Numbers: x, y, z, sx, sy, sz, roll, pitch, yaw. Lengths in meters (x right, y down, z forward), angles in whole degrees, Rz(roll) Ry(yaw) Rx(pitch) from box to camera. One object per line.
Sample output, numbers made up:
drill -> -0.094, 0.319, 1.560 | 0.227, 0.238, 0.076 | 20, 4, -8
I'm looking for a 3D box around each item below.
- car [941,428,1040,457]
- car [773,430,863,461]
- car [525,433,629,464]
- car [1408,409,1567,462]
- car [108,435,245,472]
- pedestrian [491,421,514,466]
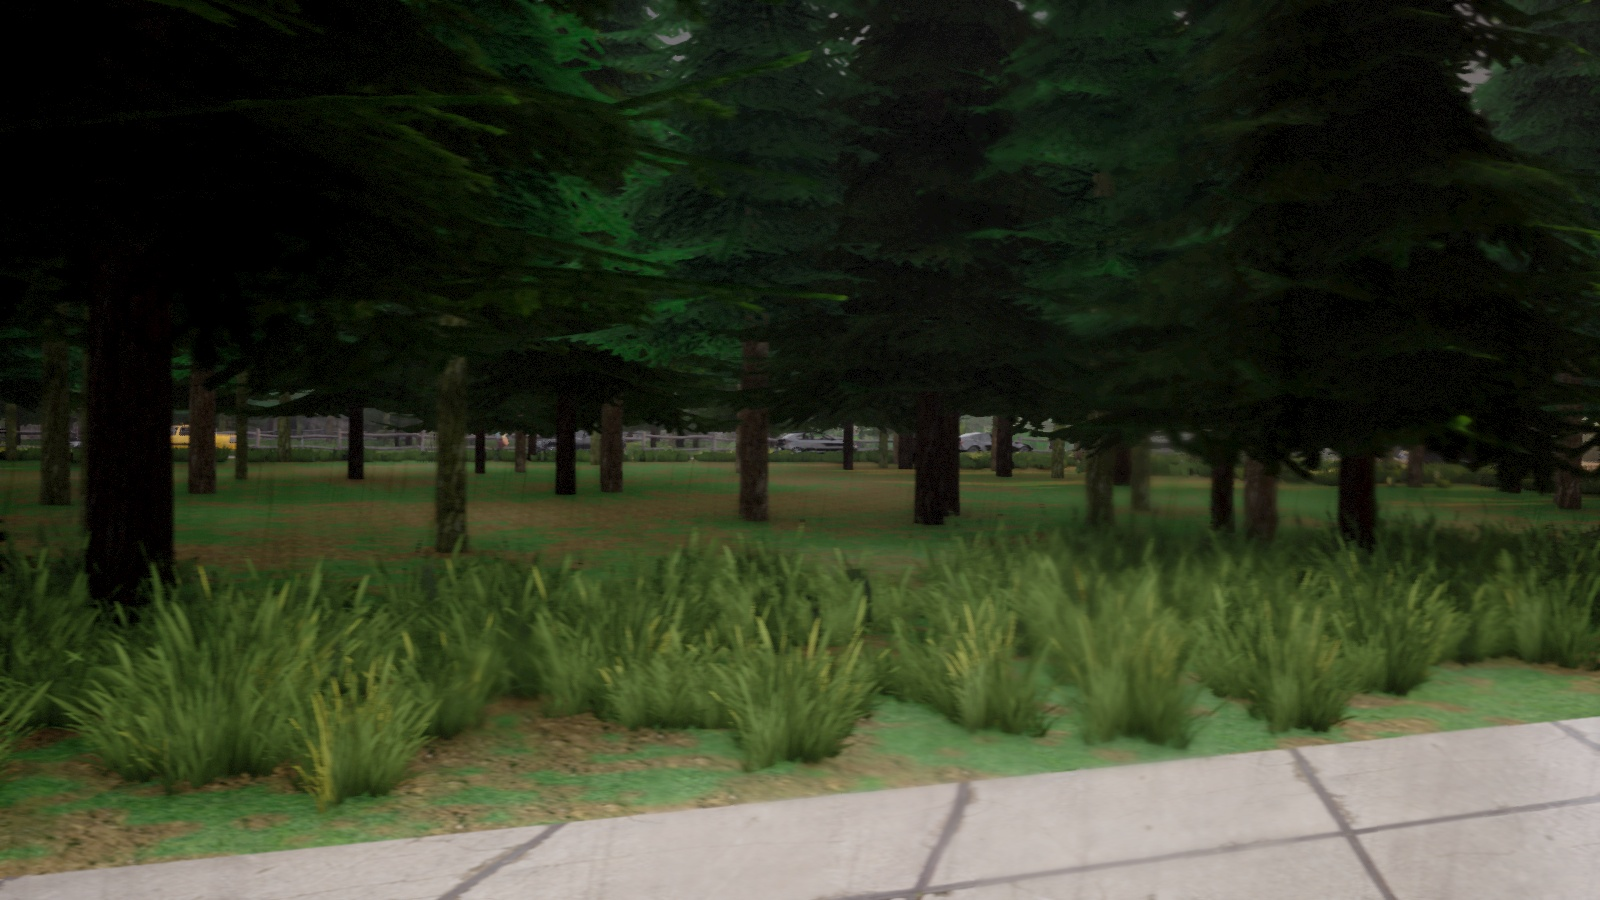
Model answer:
car -> 10.256, -0.418, 67.525 | 4.792, 1.488, 2.163 | -1, 1, -18
car -> 0.927, -0.250, 64.273 | 4.193, 1.474, 1.816 | -1, 1, -20
car -> -11.266, -0.105, 63.448 | 4.892, 1.490, 1.837 | -1, 1, -21
car -> 27.883, -0.591, 51.191 | 2.150, 2.045, 5.566 | -1, 1, -22
car -> -28.248, 0.117, 57.085 | 5.366, 1.575, 1.801 | -1, 1, -21
pedestrian -> -12.987, -0.289, 54.789 | 0.873, 1.952, 0.659 | -1, 1, -20
